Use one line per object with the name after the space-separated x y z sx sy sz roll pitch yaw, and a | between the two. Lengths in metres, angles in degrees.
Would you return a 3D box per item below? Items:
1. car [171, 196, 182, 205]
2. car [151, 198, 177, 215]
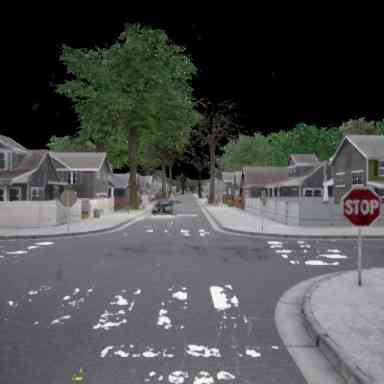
-2.947 1.441 59.771 1.837 1.490 4.892 0 0 0 | car
-2.858 1.552 33.067 1.994 1.385 4.181 0 0 0 | car
